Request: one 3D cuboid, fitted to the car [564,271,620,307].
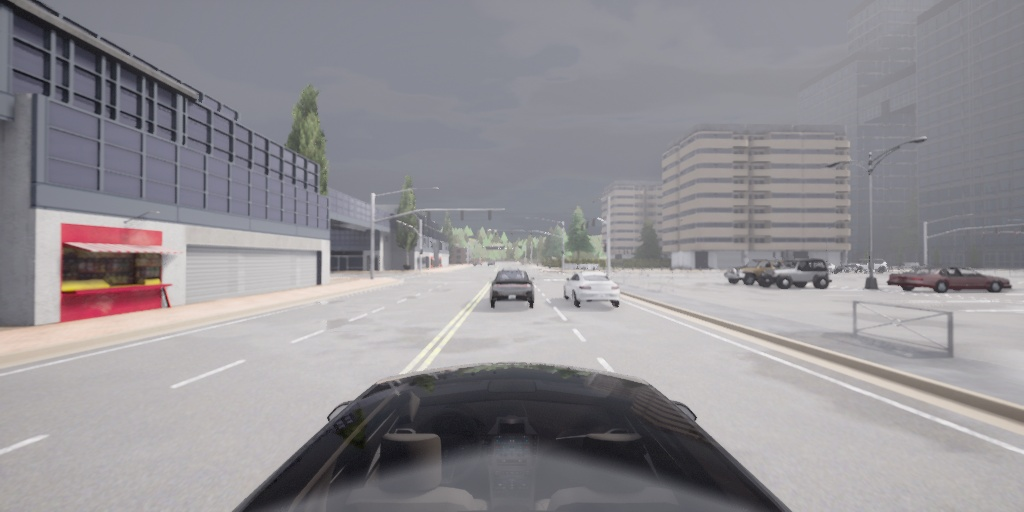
[{"bbox_3d":[3.507,1.411,16.237,1.812,1.442,4.674,0,0,0],"label":"car"}]

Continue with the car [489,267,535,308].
[{"bbox_3d":[0.006,1.377,16.150,2.128,1.511,4.902,0,0,0],"label":"car"}]

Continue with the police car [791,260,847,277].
[{"bbox_3d":[40.374,1.604,47.214,4.974,1.542,2.038,0,-1,-2],"label":"police car"}]
